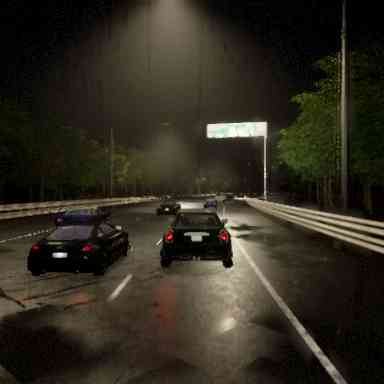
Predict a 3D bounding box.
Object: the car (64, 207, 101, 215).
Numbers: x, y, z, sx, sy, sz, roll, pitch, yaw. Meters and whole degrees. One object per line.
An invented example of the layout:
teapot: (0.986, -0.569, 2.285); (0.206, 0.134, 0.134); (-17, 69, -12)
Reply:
car: (-6.416, 1.568, 20.195); (1.895, 1.301, 4.718); (0, 0, 3)

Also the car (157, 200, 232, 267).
car: (0.195, 1.343, 11.607); (2.097, 1.767, 4.553); (0, 0, 2)

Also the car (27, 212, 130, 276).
car: (-3.248, 1.548, 10.338); (1.994, 1.385, 4.181); (0, 0, 2)

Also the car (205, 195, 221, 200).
car: (2.511, 1.507, 44.624); (2.033, 1.411, 5.357); (0, 0, 6)

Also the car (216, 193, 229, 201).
car: (5.988, 1.153, 69.898); (2.150, 2.045, 5.566); (0, 0, 10)

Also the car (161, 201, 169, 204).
car: (-2.090, 1.530, 32.017); (1.994, 1.385, 4.181); (0, 0, 5)
